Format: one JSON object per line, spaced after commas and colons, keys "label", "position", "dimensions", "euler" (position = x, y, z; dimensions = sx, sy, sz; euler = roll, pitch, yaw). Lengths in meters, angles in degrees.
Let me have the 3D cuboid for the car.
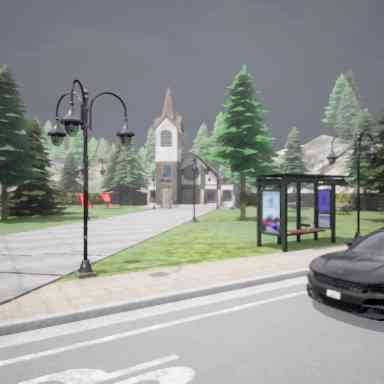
{"label": "car", "position": [4.571, 1.482, 6.968], "dimensions": [5.008, 1.535, 1.882], "euler": [0, 0, -31]}
